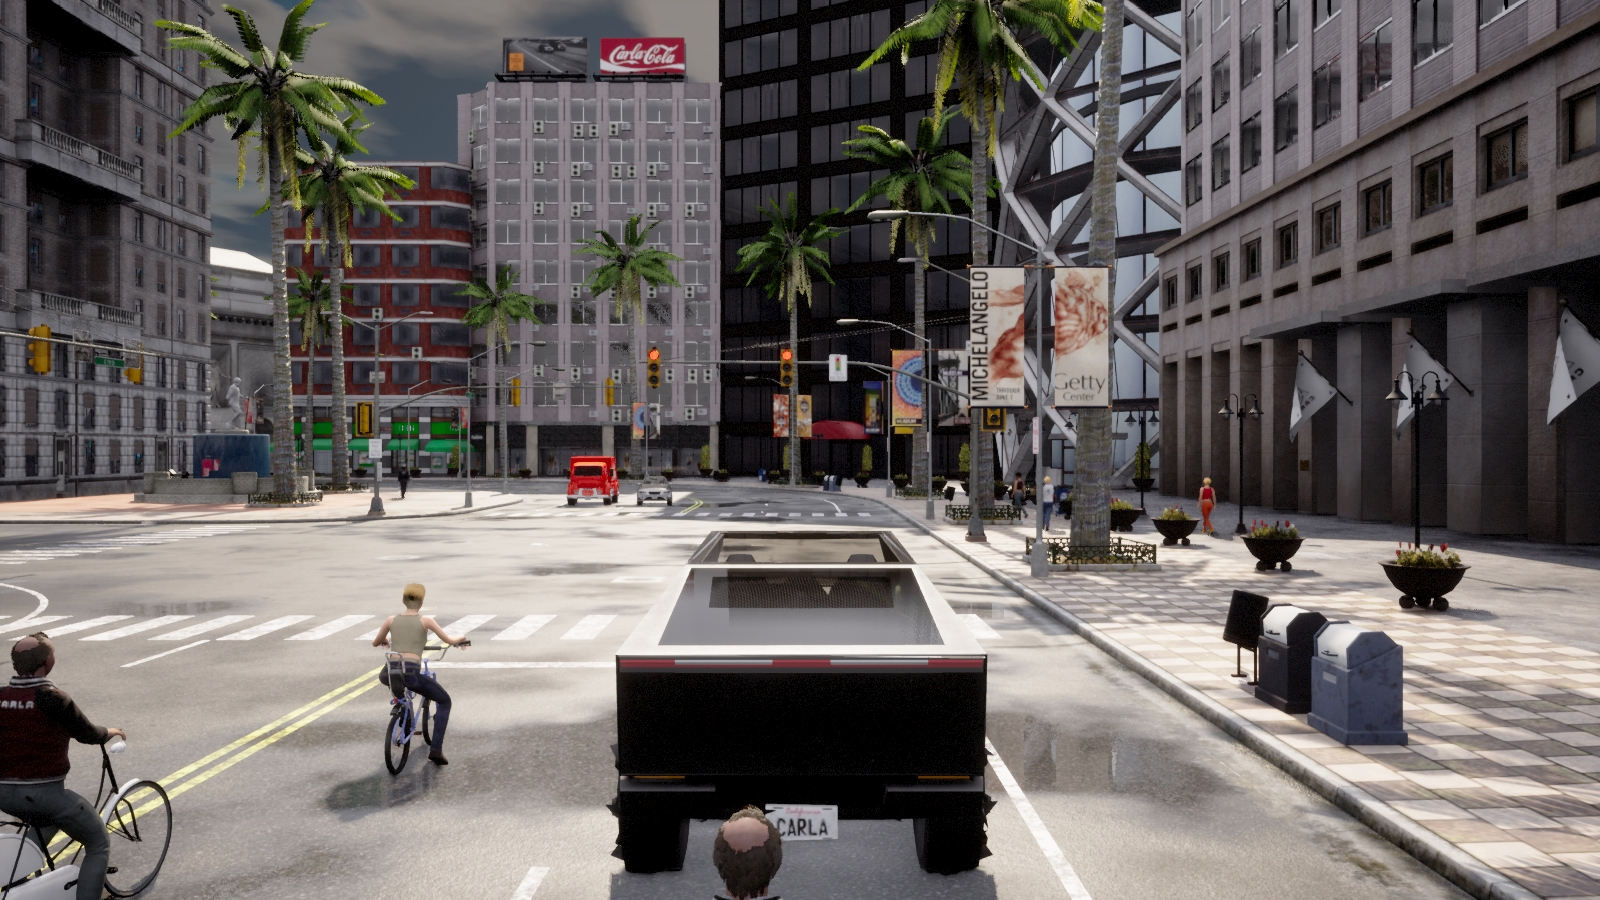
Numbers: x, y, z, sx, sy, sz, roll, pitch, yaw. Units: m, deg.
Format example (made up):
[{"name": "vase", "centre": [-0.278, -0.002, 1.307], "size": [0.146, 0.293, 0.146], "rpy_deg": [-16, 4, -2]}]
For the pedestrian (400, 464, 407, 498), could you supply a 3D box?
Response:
[{"name": "pedestrian", "centre": [-21.618, 1.696, 62.302], "size": [0.375, 1.860, 0.375], "rpy_deg": [0, 0, -20]}]

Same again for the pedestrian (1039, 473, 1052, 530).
[{"name": "pedestrian", "centre": [8.061, 1.694, 37.520], "size": [0.375, 1.860, 0.375], "rpy_deg": [0, 0, 4]}]

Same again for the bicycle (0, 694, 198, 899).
[{"name": "bicycle", "centre": [-4.243, 2.210, 6.662], "size": [0.329, 1.171, 1.835], "rpy_deg": [0, 0, 6]}]

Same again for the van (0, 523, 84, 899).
[{"name": "van", "centre": [-3.501, 1.534, 1.043], "size": [1.988, 2.561, 5.915], "rpy_deg": [0, 0, 0]}]

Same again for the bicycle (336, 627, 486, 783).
[{"name": "bicycle", "centre": [-3.473, 2.256, 10.347], "size": [0.859, 1.080, 1.487], "rpy_deg": [0, 0, 0]}]

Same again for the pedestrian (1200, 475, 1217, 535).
[{"name": "pedestrian", "centre": [12.655, 1.704, 35.426], "size": [0.375, 1.860, 0.375], "rpy_deg": [0, 0, -2]}]

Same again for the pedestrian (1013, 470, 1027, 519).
[{"name": "pedestrian", "centre": [8.404, 1.698, 43.606], "size": [0.375, 1.860, 0.375], "rpy_deg": [0, 0, -33]}]

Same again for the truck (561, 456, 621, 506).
[{"name": "truck", "centre": [-10.821, 1.568, 59.475], "size": [2.627, 2.467, 5.204], "rpy_deg": [0, 0, -5]}]

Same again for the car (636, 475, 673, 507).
[{"name": "car", "centre": [-7.460, 2.066, 58.811], "size": [1.816, 1.474, 4.193], "rpy_deg": [0, 0, -7]}]

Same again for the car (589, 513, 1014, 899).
[{"name": "car", "centre": [0.011, 1.753, 9.550], "size": [2.390, 2.098, 6.274], "rpy_deg": [0, 0, 0]}]

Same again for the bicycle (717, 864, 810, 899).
[{"name": "bicycle", "centre": [-0.147, 2.210, 3.549], "size": [0.329, 1.171, 1.835], "rpy_deg": [0, 0, 1]}]
